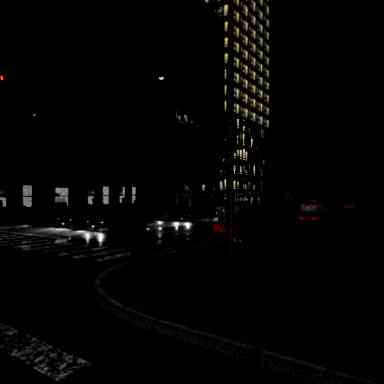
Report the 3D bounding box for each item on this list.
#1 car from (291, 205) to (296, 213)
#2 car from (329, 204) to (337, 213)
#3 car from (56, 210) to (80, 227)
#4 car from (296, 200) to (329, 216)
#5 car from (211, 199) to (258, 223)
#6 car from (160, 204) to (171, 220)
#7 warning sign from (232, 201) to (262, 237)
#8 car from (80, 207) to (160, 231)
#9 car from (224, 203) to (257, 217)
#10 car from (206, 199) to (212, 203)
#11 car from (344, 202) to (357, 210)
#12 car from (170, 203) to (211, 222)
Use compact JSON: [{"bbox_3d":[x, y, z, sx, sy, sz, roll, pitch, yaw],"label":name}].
[{"bbox_3d":[16.699,2.515,50.965,1.994,1.385,4.181,0,-1,33],"label":"car"},{"bbox_3d":[21.780,2.597,53.014,1.994,1.385,4.181,0,-1,33],"label":"car"},{"bbox_3d":[-7.573,1.873,25.485,2.033,1.411,5.357,0,-1,33],"label":"car"},{"bbox_3d":[16.056,2.066,44.025,2.150,2.045,5.566,0,-1,35],"label":"car"},{"bbox_3d":[4.364,1.762,31.684,2.150,2.045,5.566,0,-1,33],"label":"car"},{"bbox_3d":[-2.390,2.003,33.564,1.837,1.490,4.892,0,-1,33],"label":"car"},{"bbox_3d":[3.091,1.454,18.556,1.300,1.860,1.060,1,1,33],"label":"warning sign"},{"bbox_3d":[-4.917,1.874,23.608,2.033,1.411,5.357,0,-1,33],"label":"car"},{"bbox_3d":[6.002,2.180,40.617,2.128,1.511,4.902,0,-1,33],"label":"car"},{"bbox_3d":[3.143,1.903,42.185,2.150,2.045,5.566,0,-1,32],"label":"car"},{"bbox_3d":[31.329,2.789,65.799,1.882,1.535,5.008,0,-1,33],"label":"car"},{"bbox_3d":[0.520,2.055,32.086,2.033,1.411,5.357,0,-1,33],"label":"car"}]
